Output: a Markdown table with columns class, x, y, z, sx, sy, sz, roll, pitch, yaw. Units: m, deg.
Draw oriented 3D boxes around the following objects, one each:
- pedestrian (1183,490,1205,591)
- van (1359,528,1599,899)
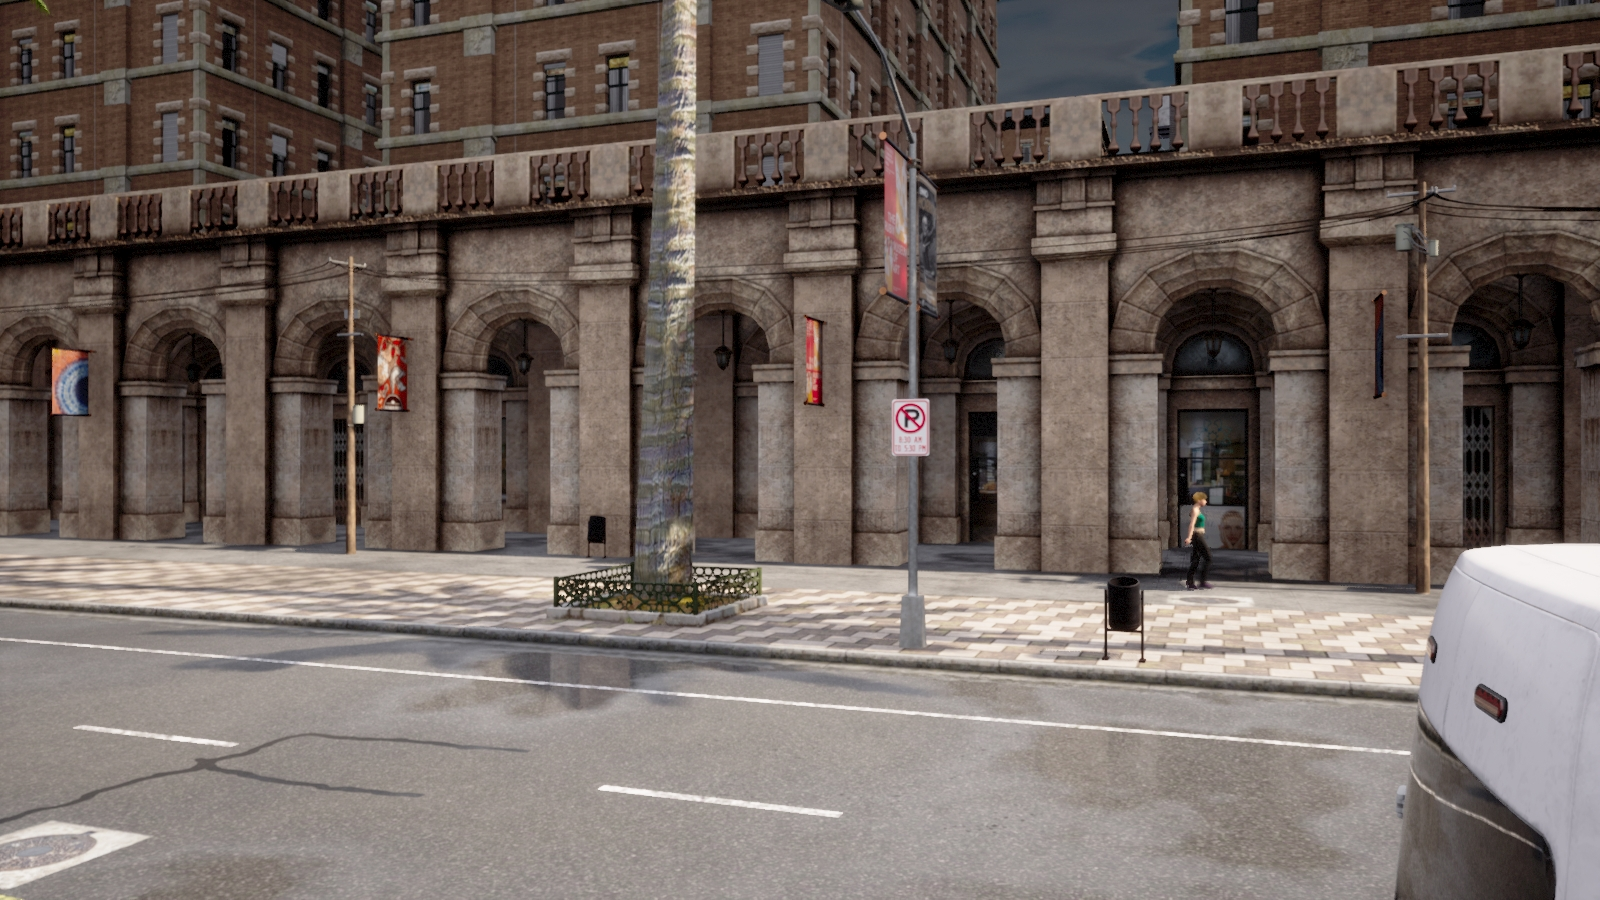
| class | x | y | z | sx | sy | sz | roll | pitch | yaw |
| --- | --- | --- | --- | --- | --- | --- | --- | --- | --- |
| pedestrian | 7.399 | 1.698 | 21.460 | 0.375 | 1.860 | 0.375 | 0 | 0 | 20 |
| van | 4.249 | 1.534 | 1.754 | 5.915 | 2.561 | 1.988 | 0 | 0 | 20 |
